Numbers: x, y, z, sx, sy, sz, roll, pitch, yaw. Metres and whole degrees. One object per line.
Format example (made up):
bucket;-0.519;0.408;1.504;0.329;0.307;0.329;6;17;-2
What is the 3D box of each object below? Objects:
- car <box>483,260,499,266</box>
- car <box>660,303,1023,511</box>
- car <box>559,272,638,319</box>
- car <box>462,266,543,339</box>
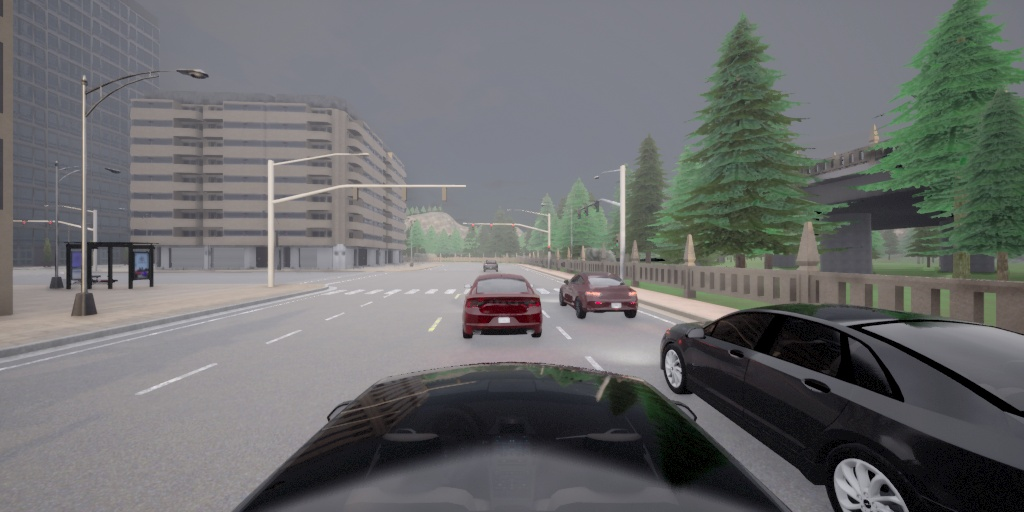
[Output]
car;-2.720;1.242;45.919;2.128;1.511;4.902;0;0;-4
car;3.257;1.255;3.763;1.837;1.490;4.892;0;0;0
car;2.920;1.276;12.753;1.812;1.442;4.674;0;0;-3
car;-0.342;1.228;10.178;1.882;1.535;5.008;0;0;-4
